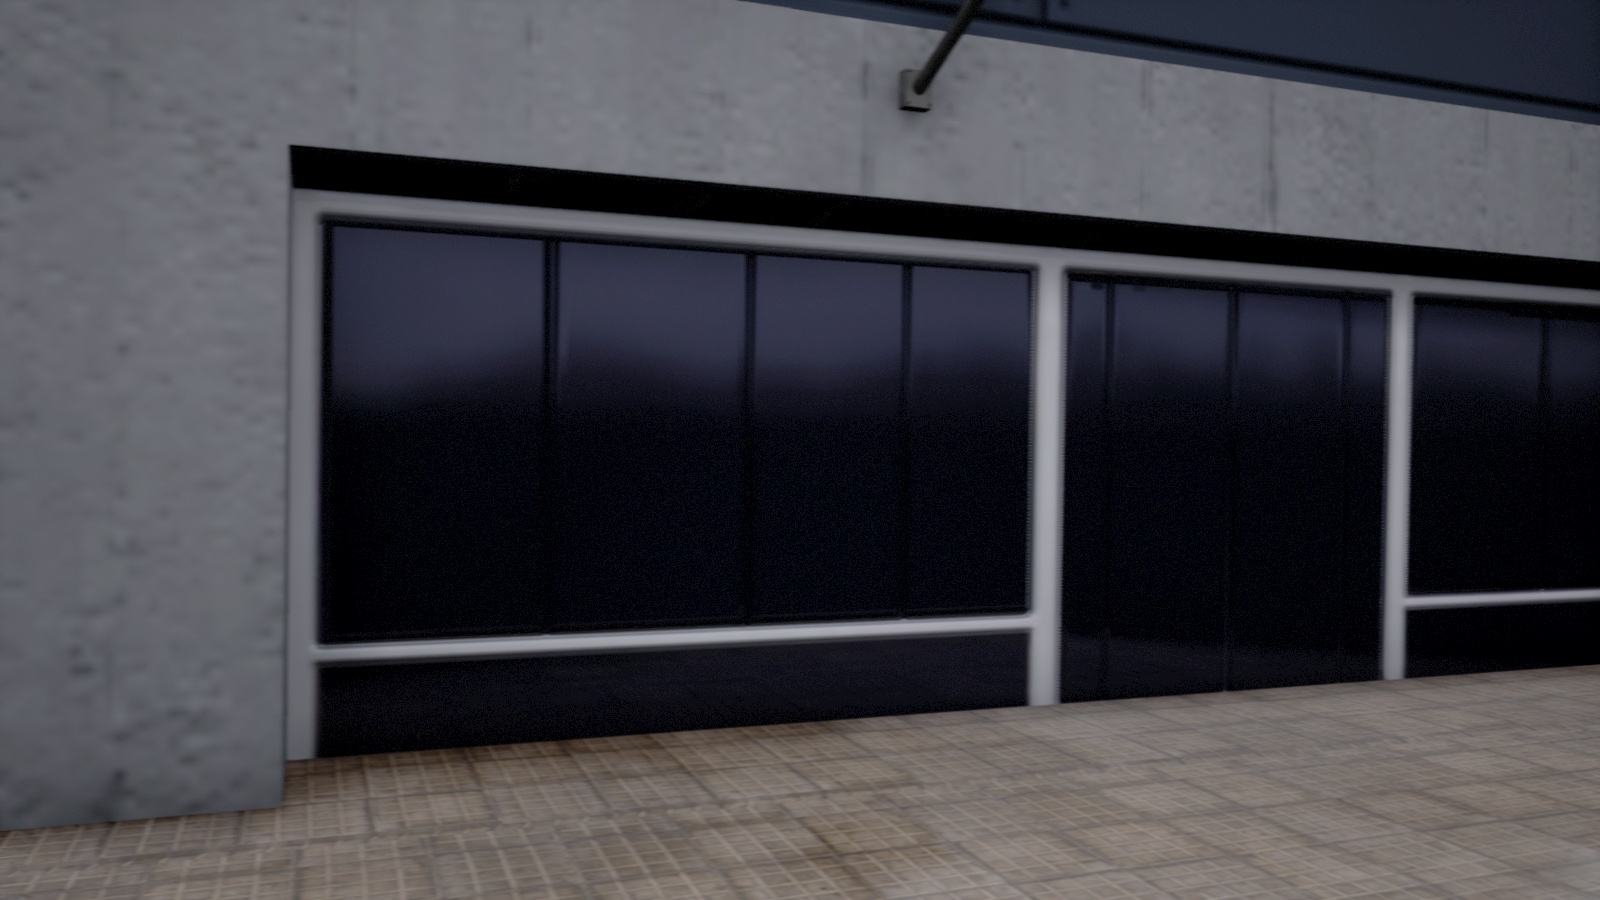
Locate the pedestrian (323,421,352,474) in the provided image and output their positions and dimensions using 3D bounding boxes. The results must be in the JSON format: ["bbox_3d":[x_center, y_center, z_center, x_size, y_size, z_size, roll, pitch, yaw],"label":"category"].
[{"bbox_3d":[-16.538,-0.087,44.906,0.849,1.883,0.563,-1,1,-32],"label":"pedestrian"}]
